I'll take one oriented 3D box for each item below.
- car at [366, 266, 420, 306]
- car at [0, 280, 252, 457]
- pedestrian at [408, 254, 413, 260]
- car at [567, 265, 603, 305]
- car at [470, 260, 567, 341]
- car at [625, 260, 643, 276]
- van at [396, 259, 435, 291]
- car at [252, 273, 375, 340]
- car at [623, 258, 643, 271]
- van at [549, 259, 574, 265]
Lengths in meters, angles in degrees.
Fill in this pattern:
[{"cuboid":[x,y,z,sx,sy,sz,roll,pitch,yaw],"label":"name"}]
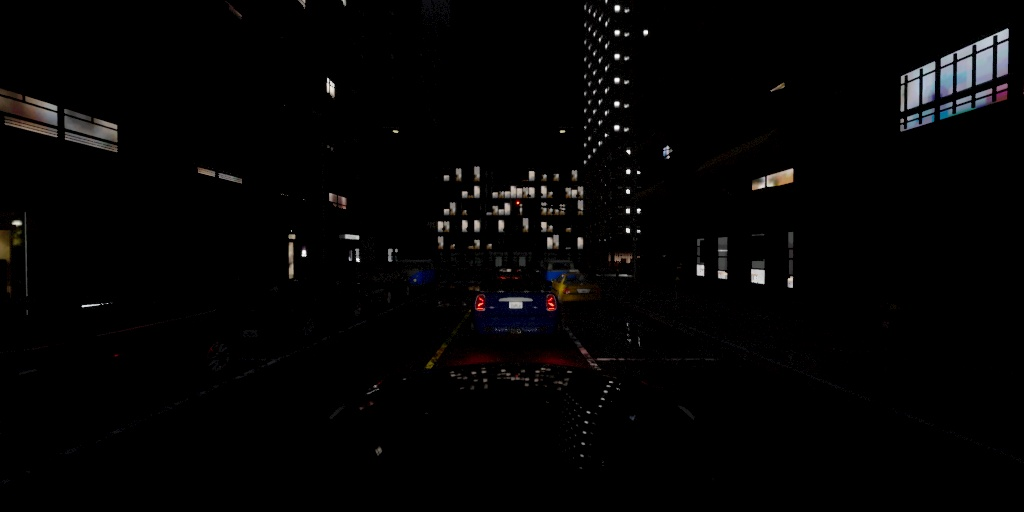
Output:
[{"cuboid":[-5.691,1.297,15.574,2.007,1.370,4.403,0,0,0],"label":"car"},{"cuboid":[-5.691,1.189,4.371,1.967,1.591,4.097,0,0,0],"label":"car"},{"cuboid":[-12.394,0.635,43.577,0.375,1.860,0.375,0,1,0],"label":"pedestrian"},{"cuboid":[2.690,1.272,15.716,1.751,1.417,4.829,0,0,0],"label":"car"},{"cuboid":[0.085,1.100,10.014,2.097,1.767,4.553,0,0,0],"label":"car"},{"cuboid":[14.674,1.369,37.890,4.181,1.385,1.994,0,1,0],"label":"car"},{"cuboid":[-5.692,1.086,21.176,1.690,1.789,3.998,0,0,0],"label":"van"},{"cuboid":[-5.691,1.314,9.972,1.948,1.339,4.313,0,0,0],"label":"car"},{"cuboid":[15.232,1.087,40.487,5.009,1.841,2.192,0,0,0],"label":"car"},{"cuboid":[2.689,1.086,21.148,1.690,1.789,3.998,0,0,0],"label":"van"}]
